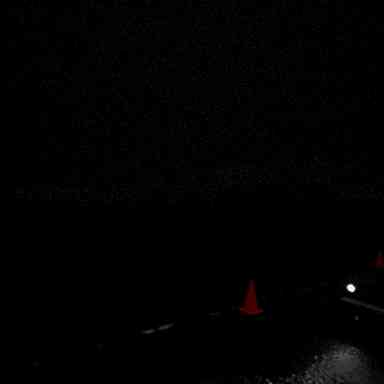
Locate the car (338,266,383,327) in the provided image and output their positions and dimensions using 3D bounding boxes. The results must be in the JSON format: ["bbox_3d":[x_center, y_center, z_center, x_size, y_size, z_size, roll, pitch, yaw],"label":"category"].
[{"bbox_3d":[4.675,1.595,5.908,4.718,1.301,1.895,0,0,-35],"label":"car"}]

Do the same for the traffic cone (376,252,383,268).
[{"bbox_3d":[5.202,1.947,9.199,0.340,0.580,0.340,0,0,-35],"label":"traffic cone"}]

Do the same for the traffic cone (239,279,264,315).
[{"bbox_3d":[1.129,1.951,6.299,0.340,0.580,0.340,0,0,-35],"label":"traffic cone"}]
